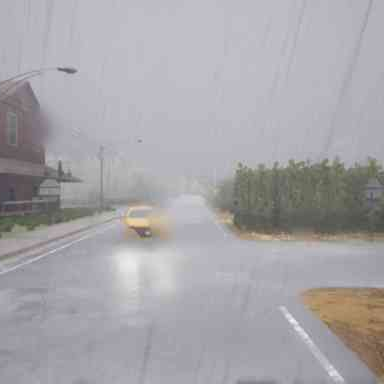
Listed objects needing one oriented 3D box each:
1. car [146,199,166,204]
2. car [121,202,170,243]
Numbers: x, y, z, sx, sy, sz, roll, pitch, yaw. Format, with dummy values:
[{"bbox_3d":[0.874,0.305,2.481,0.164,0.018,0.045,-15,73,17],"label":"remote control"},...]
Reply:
[{"bbox_3d":[-3.517,1.343,32.237,1.994,1.385,4.181,0,0,0],"label":"car"},{"bbox_3d":[-2.487,1.470,16.508,1.882,1.535,5.008,0,0,-15],"label":"car"}]
